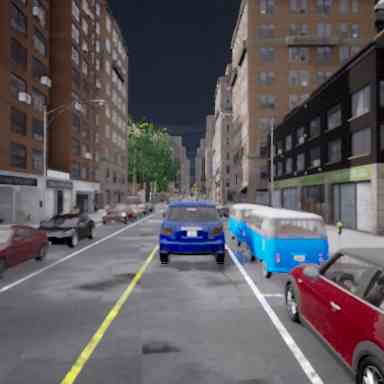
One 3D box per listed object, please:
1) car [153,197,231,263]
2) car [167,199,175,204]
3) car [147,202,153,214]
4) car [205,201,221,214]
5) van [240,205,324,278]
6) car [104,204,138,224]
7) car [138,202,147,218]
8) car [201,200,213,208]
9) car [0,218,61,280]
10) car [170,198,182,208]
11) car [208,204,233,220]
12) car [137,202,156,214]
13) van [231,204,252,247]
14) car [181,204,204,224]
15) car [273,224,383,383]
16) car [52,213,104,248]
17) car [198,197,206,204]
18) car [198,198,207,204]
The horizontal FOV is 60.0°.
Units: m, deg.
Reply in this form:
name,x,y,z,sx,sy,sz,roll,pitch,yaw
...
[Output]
name,x,y,z,sx,sy,sz,roll,pitch,yaw
car,0.016,1.345,12.599,2.150,2.045,5.566,0,0,0
car,-5.821,2.563,91.710,1.947,1.339,4.313,0,-1,0
car,-5.841,1.962,37.707,1.802,1.307,4.206,0,-1,0
car,2.687,1.967,43.368,1.752,1.417,4.829,0,-1,0
van,2.677,1.437,10.155,1.690,1.788,3.998,0,-1,0
car,-5.844,1.704,26.691,1.967,1.590,4.097,0,-1,0
car,-5.842,1.845,32.029,1.752,1.417,4.829,0,-1,0
car,2.692,2.190,59.719,1.947,1.339,4.313,0,-1,0
car,-5.850,1.678,10.165,1.802,1.307,4.206,0,-1,0
car,-2.998,2.009,62.679,2.097,1.767,4.553,0,-1,0
car,2.683,1.872,32.183,2.008,1.369,4.403,0,-1,0
car,-5.839,2.005,43.216,1.947,1.339,4.313,0,-1,0
van,2.678,1.492,15.662,1.690,1.788,3.998,0,-1,0
car,0.039,1.812,28.930,1.812,1.442,4.674,0,0,1
car,2.674,1.484,4.647,1.967,1.590,4.097,0,-1,0
car,-5.848,1.716,15.673,1.947,1.339,4.313,0,-1,0
car,2.705,2.311,91.692,2.192,1.841,5.009,0,-1,0
car,2.702,2.373,86.283,1.967,1.590,4.097,0,-1,0
